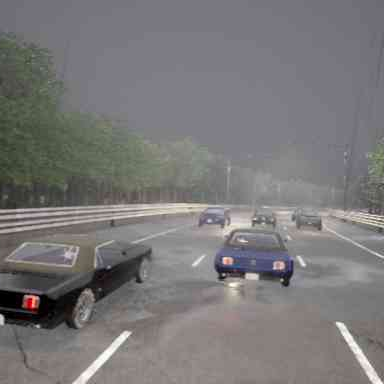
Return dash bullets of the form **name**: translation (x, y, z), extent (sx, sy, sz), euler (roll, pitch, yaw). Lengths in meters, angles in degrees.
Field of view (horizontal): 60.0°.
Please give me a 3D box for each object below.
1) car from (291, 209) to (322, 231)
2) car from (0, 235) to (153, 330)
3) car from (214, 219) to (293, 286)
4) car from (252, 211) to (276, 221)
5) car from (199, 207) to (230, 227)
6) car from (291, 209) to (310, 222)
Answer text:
- **car**: translation (9.559, 2.251, 27.450), extent (2.128, 1.511, 4.902), euler (2, -1, 15)
- **car**: translation (-2.330, 1.543, 6.870), extent (1.895, 1.301, 4.718), euler (2, 0, 11)
- **car**: translation (1.905, 1.759, 10.064), extent (1.895, 1.301, 4.718), euler (2, -1, 12)
- **car**: translation (6.085, 2.203, 27.768), extent (1.895, 1.301, 4.718), euler (2, -1, 15)
- **car**: translation (1.760, 1.871, 24.906), extent (1.812, 1.442, 4.674), euler (2, -1, 14)
- **car**: translation (12.944, 2.781, 39.724), extent (1.994, 1.385, 4.181), euler (2, -2, 18)
